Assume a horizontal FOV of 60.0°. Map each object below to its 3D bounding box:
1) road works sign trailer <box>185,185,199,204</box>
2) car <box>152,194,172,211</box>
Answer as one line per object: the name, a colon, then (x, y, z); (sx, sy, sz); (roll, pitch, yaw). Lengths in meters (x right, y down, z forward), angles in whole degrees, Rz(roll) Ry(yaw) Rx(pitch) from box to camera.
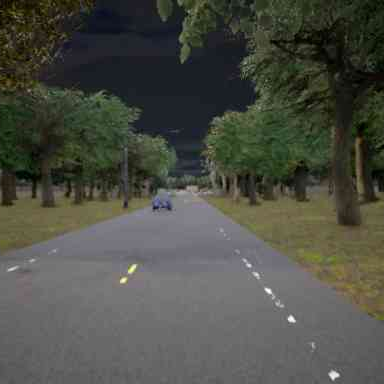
road works sign trailer: (-0.004, 0.461, 63.989); (2.380, 3.560, 2.880); (0, 0, 0)
car: (-3.593, 1.243, 40.821); (2.150, 2.045, 5.566); (0, 0, 0)
